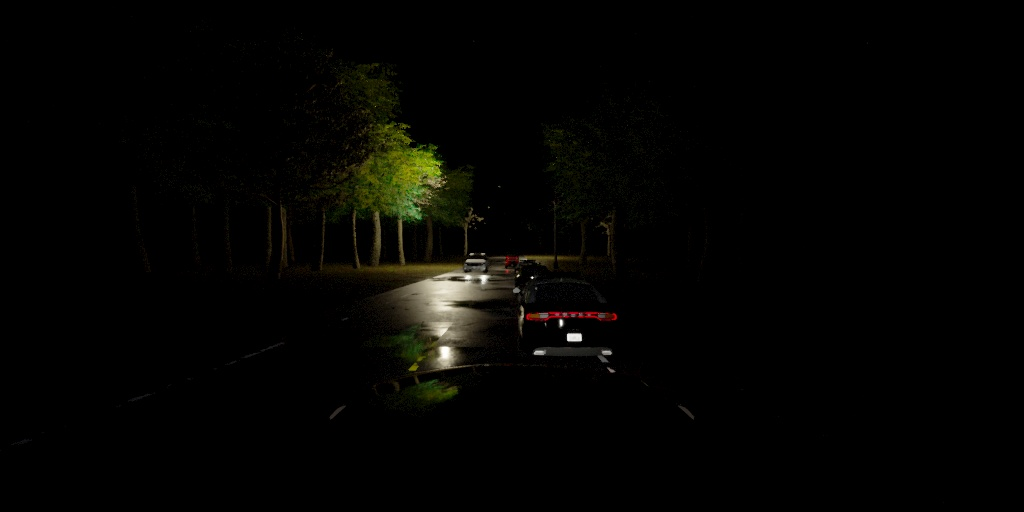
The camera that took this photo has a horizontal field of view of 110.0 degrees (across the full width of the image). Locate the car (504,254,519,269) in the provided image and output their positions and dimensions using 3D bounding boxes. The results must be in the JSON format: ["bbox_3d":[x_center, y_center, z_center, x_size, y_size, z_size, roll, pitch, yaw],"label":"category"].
[{"bbox_3d":[0.060,0.899,47.254,1.812,1.442,4.674,0,1,1],"label":"car"}]

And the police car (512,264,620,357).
[{"bbox_3d":[1.056,1.166,8.645,1.930,1.638,5.238,0,0,0],"label":"police car"}]

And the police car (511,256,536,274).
[{"bbox_3d":[1.066,1.068,24.645,1.930,1.638,5.238,0,0,0],"label":"police car"}]

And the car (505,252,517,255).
[{"bbox_3d":[0.036,0.290,60.139,2.150,2.045,5.566,0,2,0],"label":"car"}]

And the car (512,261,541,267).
[{"bbox_3d":[1.062,1.199,18.534,1.837,1.490,4.892,0,0,0],"label":"car"}]

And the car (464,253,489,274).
[{"bbox_3d":[-3.579,0.744,36.850,2.150,2.045,5.566,0,1,0],"label":"car"}]
